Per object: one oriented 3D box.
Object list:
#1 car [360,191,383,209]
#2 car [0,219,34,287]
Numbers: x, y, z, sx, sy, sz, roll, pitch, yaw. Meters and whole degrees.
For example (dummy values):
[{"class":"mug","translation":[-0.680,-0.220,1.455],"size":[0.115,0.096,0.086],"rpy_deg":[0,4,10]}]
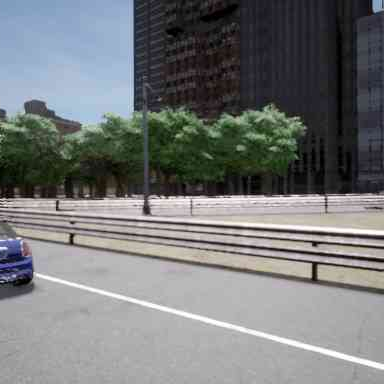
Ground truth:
[{"class":"car","translation":[18.117,0.675,31.056],"size":[4.553,1.767,2.097],"rpy_deg":[-1,0,-6]},{"class":"car","translation":[-5.907,1.352,8.147],"size":[4.553,1.767,2.097],"rpy_deg":[0,0,36]}]
